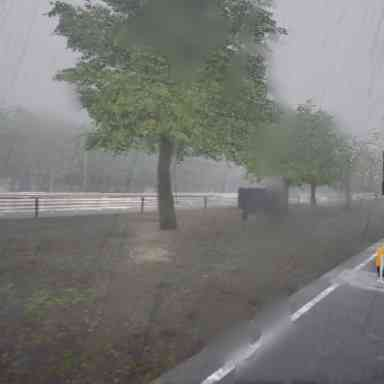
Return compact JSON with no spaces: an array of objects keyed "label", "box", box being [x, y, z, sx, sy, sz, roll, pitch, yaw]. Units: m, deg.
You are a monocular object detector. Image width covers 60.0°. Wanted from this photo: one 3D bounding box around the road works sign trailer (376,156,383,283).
[{"label":"road works sign trailer","box":[6.389,0.506,8.746,2.380,3.560,2.880,2,1,38]}]
